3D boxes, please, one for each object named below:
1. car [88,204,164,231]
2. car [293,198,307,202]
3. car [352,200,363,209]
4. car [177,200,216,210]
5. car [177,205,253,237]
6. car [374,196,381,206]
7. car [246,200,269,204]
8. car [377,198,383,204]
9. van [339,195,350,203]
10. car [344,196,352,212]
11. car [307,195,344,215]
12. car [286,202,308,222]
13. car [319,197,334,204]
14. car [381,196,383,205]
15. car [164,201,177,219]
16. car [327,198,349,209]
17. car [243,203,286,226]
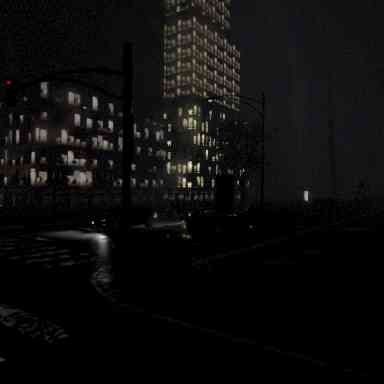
[{"bbox_3d":[-4.309,1.549,21.269,1.837,1.490,4.892,1,0,36],"label":"car"},{"bbox_3d":[18.188,1.726,56.071,1.752,1.417,4.829,1,0,36],"label":"car"},{"bbox_3d":[25.030,1.773,51.228,1.967,1.590,4.097,1,0,36],"label":"car"},{"bbox_3d":[1.269,1.580,28.810,2.128,1.511,4.902,1,0,37],"label":"car"},{"bbox_3d":[1.449,1.696,19.106,2.008,1.369,4.403,1,0,36],"label":"car"},{"bbox_3d":[35.028,1.940,64.757,1.752,1.417,4.829,1,0,36],"label":"car"},{"bbox_3d":[7.201,1.627,36.821,2.128,1.511,4.902,1,0,37],"label":"car"},{"bbox_3d":[44.825,2.047,78.013,2.008,1.369,4.403,1,0,36],"label":"car"},{"bbox_3d":[38.087,1.706,82.992,1.690,1.788,3.998,1,0,36],"label":"van"},{"bbox_3d":[18.474,1.720,42.271,1.967,1.590,4.097,1,0,36],"label":"car"},{"bbox_3d":[15.202,1.569,37.787,2.192,1.841,5.009,1,0,36],"label":"car"},{"bbox_3d":[7.964,1.778,27.922,1.802,1.307,4.206,1,0,36],"label":"car"},{"bbox_3d":[28.187,1.848,69.599,1.947,1.339,4.313,1,0,36],"label":"car"},{"bbox_3d":[41.528,1.783,73.548,2.192,1.841,5.009,1,0,36],"label":"car"},{"bbox_3d":[-1.609,1.480,29.500,1.967,1.590,4.097,1,0,36],"label":"car"},{"bbox_3d":[23.663,1.789,53.731,2.128,1.511,4.902,1,0,36],"label":"car"},{"bbox_3d":[4.707,1.736,23.515,1.947,1.339,4.313,1,0,36],"label":"car"}]
